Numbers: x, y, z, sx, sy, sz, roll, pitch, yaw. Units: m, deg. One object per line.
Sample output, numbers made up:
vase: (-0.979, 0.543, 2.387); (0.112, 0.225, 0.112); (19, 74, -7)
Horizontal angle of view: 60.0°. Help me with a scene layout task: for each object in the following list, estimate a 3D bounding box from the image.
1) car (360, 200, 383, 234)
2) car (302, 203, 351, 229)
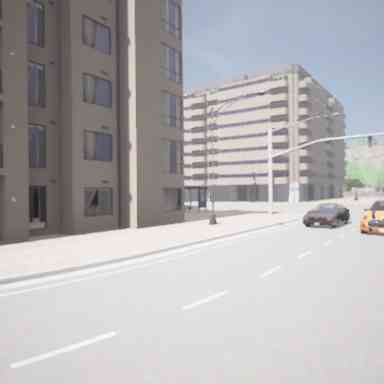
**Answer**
car: (10.319, 1.218, 17.491); (2.097, 1.767, 4.553); (-1, 0, 37)
car: (8.730, 1.426, 21.213); (2.033, 1.411, 5.357); (-1, 0, 37)
